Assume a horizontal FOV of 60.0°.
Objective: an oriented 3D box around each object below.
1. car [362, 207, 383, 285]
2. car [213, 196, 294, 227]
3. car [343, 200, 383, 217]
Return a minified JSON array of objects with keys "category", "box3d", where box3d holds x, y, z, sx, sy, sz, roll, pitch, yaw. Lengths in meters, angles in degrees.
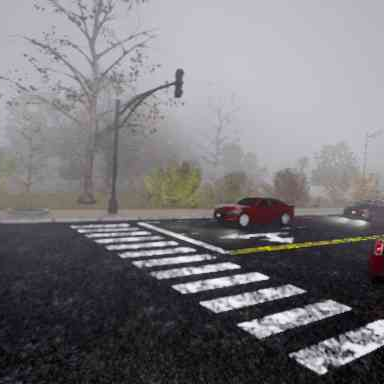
[{"category":"car","box3d":[6.420,1.427,8.140,4.553,1.767,2.097,2,3,-34]},{"category":"car","box3d":[3.403,0.944,17.996,5.008,1.535,1.882,2,3,-34]},{"category":"car","box3d":[13.097,1.293,24.716,4.181,1.385,1.994,2,3,-35]}]
